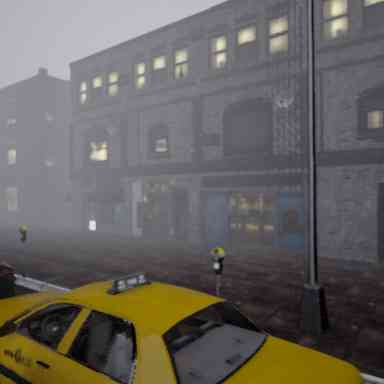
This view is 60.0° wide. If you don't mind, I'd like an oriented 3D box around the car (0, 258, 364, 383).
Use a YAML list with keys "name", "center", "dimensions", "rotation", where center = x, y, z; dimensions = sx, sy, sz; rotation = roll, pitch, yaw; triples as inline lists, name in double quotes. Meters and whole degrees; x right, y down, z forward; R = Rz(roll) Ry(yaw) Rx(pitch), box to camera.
- name: "car"
  center: [-0.846, 1.528, 3.491]
  dimensions: [4.829, 1.417, 1.752]
  rotation: [0, -1, 36]
